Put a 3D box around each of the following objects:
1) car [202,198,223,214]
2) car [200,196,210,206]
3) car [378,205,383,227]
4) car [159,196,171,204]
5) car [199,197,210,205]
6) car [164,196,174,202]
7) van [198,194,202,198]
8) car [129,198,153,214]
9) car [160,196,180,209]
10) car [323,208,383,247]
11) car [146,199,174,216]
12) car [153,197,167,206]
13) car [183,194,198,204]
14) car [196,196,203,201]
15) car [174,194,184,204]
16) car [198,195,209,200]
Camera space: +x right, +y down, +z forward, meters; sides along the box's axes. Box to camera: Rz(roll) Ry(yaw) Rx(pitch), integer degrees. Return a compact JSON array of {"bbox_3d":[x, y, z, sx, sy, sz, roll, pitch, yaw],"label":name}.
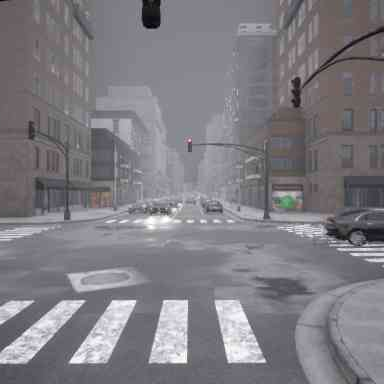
[{"bbox_3d":[2.365,1.606,36.178,1.947,1.339,4.313,0,0,0],"label":"car"},{"bbox_3d":[2.387,1.641,47.201,1.802,1.307,4.206,0,0,0],"label":"car"},{"bbox_3d":[14.200,1.511,20.692,4.181,1.385,1.994,0,0,0],"label":"car"},{"bbox_3d":[-5.594,1.552,69.260,1.967,1.590,4.097,0,0,0],"label":"car"},{"bbox_3d":[2.420,1.647,63.733,2.008,1.369,4.403,0,0,0],"label":"car"},{"bbox_3d":[-5.572,1.694,80.281,2.008,1.369,4.403,0,0,0],"label":"car"},{"bbox_3d":[2.409,1.424,58.222,1.690,1.788,3.998,0,0,0],"label":"van"},{"bbox_3d":[-5.660,1.480,36.195,1.967,1.590,4.097,0,0,0],"label":"car"},{"bbox_3d":[-3.096,1.623,47.408,1.994,1.385,4.181,0,0,0],"label":"car"},{"bbox_3d":[8.175,1.464,14.078,4.892,1.490,1.837,0,2,7],"label":"car"},{"bbox_3d":[-3.128,1.637,33.558,1.895,1.301,4.718,0,0,0],"label":"car"},{"bbox_3d":[-5.616,1.634,58.238,2.008,1.369,4.403,0,0,0],"label":"car"},{"bbox_3d":[-0.217,1.661,63.746,1.994,1.385,4.181,0,0,0],"label":"car"},{"bbox_3d":[2.063,1.698,90.147,1.812,1.442,4.674,0,0,0],"label":"car"},{"bbox_3d":[-2.960,1.680,67.829,1.994,1.385,4.181,0,0,0],"label":"car"},{"bbox_3d":[2.398,1.637,52.711,1.947,1.339,4.313,0,0,0],"label":"car"}]
